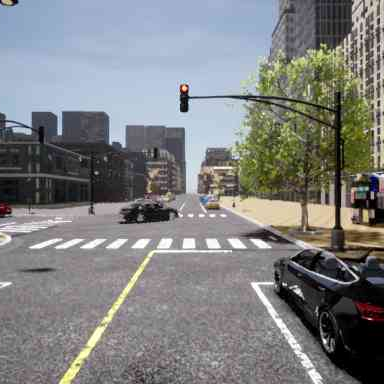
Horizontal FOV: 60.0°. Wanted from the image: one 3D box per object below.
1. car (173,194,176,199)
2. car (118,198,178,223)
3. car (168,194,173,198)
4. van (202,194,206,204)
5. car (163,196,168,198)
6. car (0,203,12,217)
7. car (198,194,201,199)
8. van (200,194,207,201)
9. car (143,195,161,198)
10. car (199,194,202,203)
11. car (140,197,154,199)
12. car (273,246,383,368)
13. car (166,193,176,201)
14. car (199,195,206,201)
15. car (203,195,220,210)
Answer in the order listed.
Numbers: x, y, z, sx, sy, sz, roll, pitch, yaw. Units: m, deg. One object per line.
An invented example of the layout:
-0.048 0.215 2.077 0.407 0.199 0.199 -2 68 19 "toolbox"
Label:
-5.607 1.559 82.656 2.008 1.369 4.403 0 0 0 "car"
-3.255 1.510 25.502 4.892 1.490 1.837 0 2 -42 "car"
-5.617 1.532 71.384 1.752 1.417 4.829 0 0 0 "car"
2.743 1.345 49.345 1.690 1.788 3.998 0 0 0 "van"
-5.633 1.555 54.901 2.008 1.369 4.403 0 0 0 "car"
-17.242 1.371 27.262 4.507 1.381 1.887 1 -1 -1 "car"
2.763 1.572 71.549 1.947 1.339 4.313 0 0 0 "car"
2.776 1.349 82.651 1.690 1.788 3.998 0 0 0 "van"
-5.643 1.318 43.799 2.192 1.841 5.009 0 0 0 "car"
2.752 1.556 60.447 2.008 1.369 4.403 0 0 0 "car"
-5.649 1.585 38.248 1.802 1.307 4.206 0 0 0 "car"
2.700 1.566 5.764 1.947 1.339 4.313 0 0 0 "car"
-5.600 1.324 88.207 2.192 1.841 5.009 0 0 0 "car"
2.780 1.534 88.371 1.752 1.417 4.829 0 0 0 "car"
2.737 1.528 43.963 1.752 1.417 4.829 0 0 0 "car"
